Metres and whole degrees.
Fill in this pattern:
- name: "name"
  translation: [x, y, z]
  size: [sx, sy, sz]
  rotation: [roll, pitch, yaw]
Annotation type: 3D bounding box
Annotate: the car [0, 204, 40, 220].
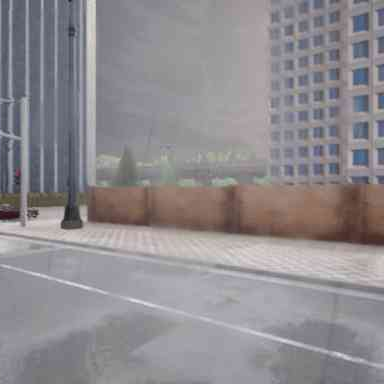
- name: "car"
  translation: [-14.126, 1.566, 25.182]
  size: [1.895, 1.301, 4.718]
  rotation: [0, 0, 32]
